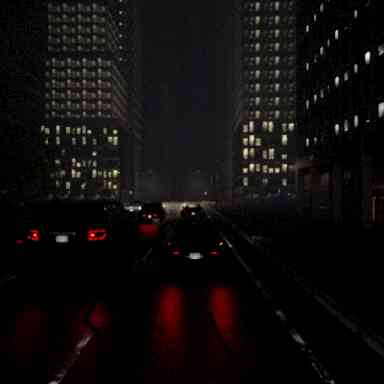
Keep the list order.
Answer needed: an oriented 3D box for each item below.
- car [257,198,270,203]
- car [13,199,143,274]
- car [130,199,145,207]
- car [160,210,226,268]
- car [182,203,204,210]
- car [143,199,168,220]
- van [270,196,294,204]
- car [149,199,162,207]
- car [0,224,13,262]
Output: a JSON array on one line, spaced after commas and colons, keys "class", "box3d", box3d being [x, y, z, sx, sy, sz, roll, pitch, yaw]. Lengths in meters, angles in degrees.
[{"class": "car", "box3d": [17.104, 1.871, 75.115, 4.829, 1.417, 1.752, 0, 0, 2]}, {"class": "car", "box3d": [-3.161, 1.239, 10.737, 2.150, 2.045, 5.566, 0, 0, 0]}, {"class": "car", "box3d": [-9.737, 1.906, 59.810, 1.895, 1.301, 4.718, 0, 0, 0]}, {"class": "car", "box3d": [0.093, 1.544, 11.174, 1.812, 1.442, 4.674, 0, 0, 0]}, {"class": "car", "box3d": [0.100, 1.635, 27.635, 1.994, 1.385, 4.181, 0, 0, 0]}, {"class": "car", "box3d": [-3.150, 1.575, 27.208, 1.837, 1.490, 4.892, 0, 0, 0]}, {"class": "van", "box3d": [18.373, 1.649, 66.944, 3.998, 1.788, 1.690, 0, 0, 2]}, {"class": "car", "box3d": [-6.487, 1.869, 59.810, 1.895, 1.301, 4.718, 0, 0, 0]}, {"class": "car", "box3d": [-6.596, 1.616, 9.524, 1.895, 1.301, 4.718, 0, 0, 0]}]
